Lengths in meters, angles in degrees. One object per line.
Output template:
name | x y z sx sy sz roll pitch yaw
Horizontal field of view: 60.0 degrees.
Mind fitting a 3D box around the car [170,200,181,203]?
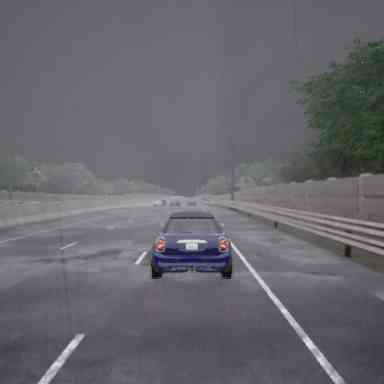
car | -3.525 2.345 69.368 2.128 1.511 4.902 0 -2 0

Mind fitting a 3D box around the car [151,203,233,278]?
car | -0.003 1.379 10.341 2.097 1.767 4.553 0 0 0

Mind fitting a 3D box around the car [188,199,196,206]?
car | -0.029 2.494 79.795 1.882 1.535 5.008 0 -2 0

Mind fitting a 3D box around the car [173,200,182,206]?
car | -3.529 2.612 79.820 1.895 1.301 4.718 0 -2 0

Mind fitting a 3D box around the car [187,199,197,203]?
car | -0.026 2.358 69.786 1.812 1.442 4.674 0 -2 0

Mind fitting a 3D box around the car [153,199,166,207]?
car | -7.026 2.359 69.783 1.812 1.442 4.674 0 -2 0
